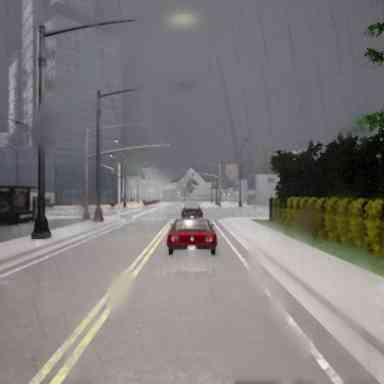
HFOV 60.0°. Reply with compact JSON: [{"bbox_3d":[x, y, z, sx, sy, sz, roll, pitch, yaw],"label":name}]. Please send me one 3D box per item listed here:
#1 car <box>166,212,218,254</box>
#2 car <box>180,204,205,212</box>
[{"bbox_3d":[0.004,1.734,14.108,1.895,1.301,4.718,0,0,0],"label":"car"},{"bbox_3d":[0.047,1.783,29.296,1.837,1.490,4.892,0,0,2],"label":"car"}]
